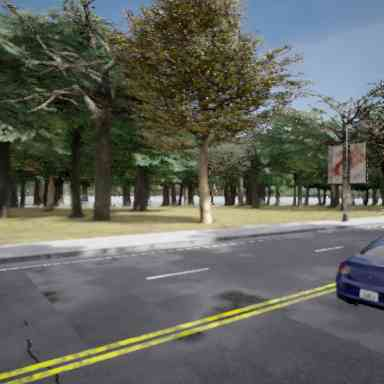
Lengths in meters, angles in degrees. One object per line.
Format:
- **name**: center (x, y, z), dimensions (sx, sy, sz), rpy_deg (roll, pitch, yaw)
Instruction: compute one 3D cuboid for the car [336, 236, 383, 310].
- **car**: center (4.831, 1.574, 6.896), dimensions (4.674, 1.442, 1.812), rpy_deg (0, 0, -36)
